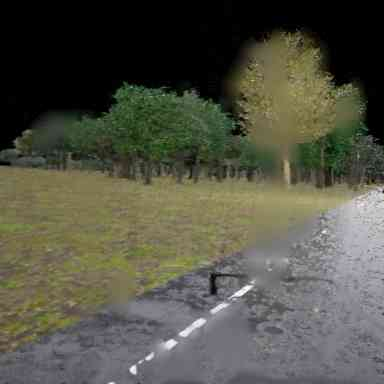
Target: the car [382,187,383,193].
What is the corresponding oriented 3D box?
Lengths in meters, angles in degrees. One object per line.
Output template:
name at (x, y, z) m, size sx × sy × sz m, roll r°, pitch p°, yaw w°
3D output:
car at (37.722, -0.510, 63.935) m, size 1.882 × 1.535 × 5.008 m, roll 4°, pitch 3°, yaw 31°
